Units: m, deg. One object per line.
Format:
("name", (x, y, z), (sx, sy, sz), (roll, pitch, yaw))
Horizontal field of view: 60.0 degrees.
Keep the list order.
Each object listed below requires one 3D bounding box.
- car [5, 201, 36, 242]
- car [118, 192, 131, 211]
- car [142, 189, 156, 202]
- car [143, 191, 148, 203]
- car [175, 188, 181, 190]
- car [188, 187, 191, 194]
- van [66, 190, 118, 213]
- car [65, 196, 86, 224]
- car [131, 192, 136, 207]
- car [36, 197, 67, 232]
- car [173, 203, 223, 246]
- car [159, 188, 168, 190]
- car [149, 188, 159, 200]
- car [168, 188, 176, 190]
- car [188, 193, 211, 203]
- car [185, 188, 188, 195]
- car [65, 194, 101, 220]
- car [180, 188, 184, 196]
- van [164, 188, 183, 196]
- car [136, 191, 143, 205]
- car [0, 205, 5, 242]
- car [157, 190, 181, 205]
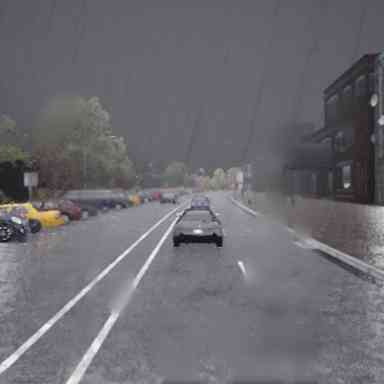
("car", (-9.379, 1.205, 14.089), (4.553, 1.767, 2.185), (-1, 1, -19))
("car", (-8.808, 1.033, 31.915), (5.008, 1.535, 2.097), (-1, 1, -18))
("car", (-8.027, 0.807, 46.749), (4.892, 1.521, 2.231), (-1, 1, -17))
("car", (-8.336, 0.923, 40.823), (4.792, 1.488, 2.163), (-1, 1, -17))
("car", (-5.559, 0.455, 76.307), (4.674, 1.452, 2.002), (-1, 1, -14))
("car", (-3.497, 0.034, 94.019), (4.553, 1.767, 2.185), (-1, 1, -13))
("van", (-9.034, 0.858, 28.898), (4.442, 1.987, 1.878), (-1, 1, -18))
("car", (-9.205, 1.230, 20.034), (5.008, 1.535, 2.097), (-1, 1, -19))
("car", (-8.636, 0.860, 34.881), (4.553, 1.767, 2.185), (-1, 1, -17))
("car", (-9.461, 1.281, 17.004), (5.366, 1.575, 1.946), (-1, 1, -19))
("car", (0.257, 1.401, 14.364), (1.994, 1.385, 4.181), (0, 1, 1))
("car", (-7.437, 0.429, 55.621), (5.566, 2.045, 2.435), (-1, 1, -16))
("car", (-7.795, 0.637, 49.712), (4.553, 1.767, 2.185), (-1, 1, -16))
("car", (-6.507, 0.556, 64.569), (5.366, 1.575, 1.946), (-1, 0, -15))
("car", (0.834, 1.073, 32.822), (2.033, 1.411, 5.357), (0, 1, 3))
("car", (-4.255, 0.291, 88.120), (4.674, 1.452, 2.002), (-1, 0, -13))
("car", (-9.135, 1.181, 23.010), (5.008, 1.535, 2.097), (-1, 1, -18))
("car", (-5.439, 0.377, 79.217), (5.366, 1.575, 1.946), (-1, 1, -14))
("van", (-4.716, 0.071, 85.132), (4.442, 1.987, 1.878), (-1, 1, -14))
("car", (-8.516, 0.939, 37.845), (5.008, 1.535, 2.097), (-1, 1, -17))
("car", (-9.394, 1.378, 11.125), (5.008, 1.535, 2.097), (-1, 1, -19))
("car", (-2.957, 0.840, 43.461), (1.882, 1.535, 5.008), (0, 1, 4))
